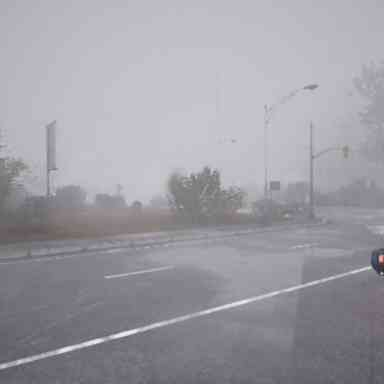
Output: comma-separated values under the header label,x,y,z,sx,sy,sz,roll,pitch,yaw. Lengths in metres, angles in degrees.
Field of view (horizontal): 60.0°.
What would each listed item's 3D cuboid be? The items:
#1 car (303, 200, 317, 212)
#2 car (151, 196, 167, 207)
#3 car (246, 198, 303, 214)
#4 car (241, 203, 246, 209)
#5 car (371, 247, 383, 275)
label,x,y,z,sx,sy,sz,roll,pitch,yaw
car,10.830,1.345,35.414,2.128,1.511,4.902,0,0,-39
car,-4.168,1.386,48.554,1.837,1.490,4.892,0,0,-39
car,8.110,1.379,33.178,1.837,1.490,4.892,0,0,-38
car,4.945,1.362,42.762,1.837,1.490,4.892,0,0,-39
car,6.611,1.563,8.455,4.718,1.301,1.895,0,0,-35
